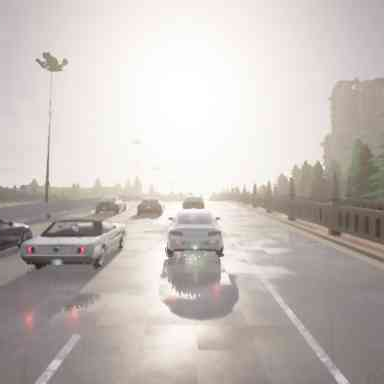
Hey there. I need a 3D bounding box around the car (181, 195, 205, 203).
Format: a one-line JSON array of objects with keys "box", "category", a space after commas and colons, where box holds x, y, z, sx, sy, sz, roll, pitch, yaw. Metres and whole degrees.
[{"box": [0.112, 1.022, 29.045, 1.882, 1.535, 5.008, 0, 1, 0], "category": "car"}]

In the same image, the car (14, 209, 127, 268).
[{"box": [-3.396, 1.449, 10.614, 1.895, 1.301, 4.718, 0, 1, 0], "category": "car"}]

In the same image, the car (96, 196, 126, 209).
[{"box": [-6.889, 1.080, 28.454, 1.812, 1.442, 4.674, 0, 1, 0], "category": "car"}]

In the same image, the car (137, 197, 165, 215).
[{"box": [-3.389, 1.126, 27.989, 1.994, 1.385, 4.181, 0, 1, 0], "category": "car"}]

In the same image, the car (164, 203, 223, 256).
[{"box": [0.089, 1.348, 12.139, 1.812, 1.442, 4.674, 0, 1, 0], "category": "car"}]

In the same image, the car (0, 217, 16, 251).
[{"box": [-6.896, 1.375, 10.530, 1.812, 1.442, 4.674, 0, 1, 0], "category": "car"}]
